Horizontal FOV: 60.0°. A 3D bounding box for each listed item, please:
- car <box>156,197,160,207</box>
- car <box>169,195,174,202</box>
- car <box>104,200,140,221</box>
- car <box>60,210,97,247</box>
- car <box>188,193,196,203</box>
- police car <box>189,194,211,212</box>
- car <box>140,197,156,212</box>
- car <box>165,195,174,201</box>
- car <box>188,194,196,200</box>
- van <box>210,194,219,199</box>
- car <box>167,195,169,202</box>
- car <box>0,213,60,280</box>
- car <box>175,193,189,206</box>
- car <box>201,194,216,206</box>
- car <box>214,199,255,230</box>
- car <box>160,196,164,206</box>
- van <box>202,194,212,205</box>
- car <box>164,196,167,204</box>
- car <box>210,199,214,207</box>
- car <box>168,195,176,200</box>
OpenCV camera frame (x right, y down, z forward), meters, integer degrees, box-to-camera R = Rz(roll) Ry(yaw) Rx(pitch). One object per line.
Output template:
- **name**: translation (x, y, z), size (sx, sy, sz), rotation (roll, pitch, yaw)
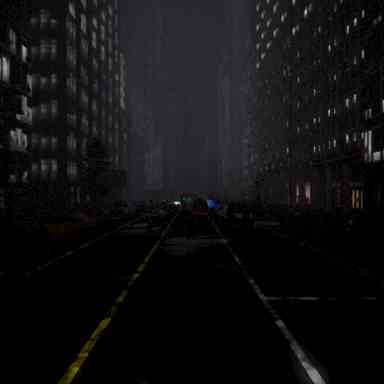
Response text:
- **car**: translation (-5.697, 1.558, 43.711), size (1.947, 1.339, 4.313), rotation (-1, 0, 0)
- **car**: translation (-5.698, 1.538, 72.129), size (2.008, 1.369, 4.403), rotation (-1, 0, 0)
- **car**: translation (-5.699, 1.435, 26.660), size (1.967, 1.590, 4.097), rotation (-1, 0, 0)
- **car**: translation (-5.698, 1.522, 15.123), size (1.752, 1.417, 4.829), rotation (-1, 0, 0)
- **car**: translation (0.899, 1.342, 49.028), size (2.097, 1.767, 4.553), rotation (0, 0, 0)
- **police car**: translation (0.900, 1.418, 39.167), size (1.930, 1.638, 5.238), rotation (0, 0, 0)
- **car**: translation (-5.698, 1.544, 38.027), size (2.008, 1.369, 4.403), rotation (-1, 0, 0)
- **car**: translation (-5.697, 1.536, 83.496), size (2.008, 1.369, 4.403), rotation (-1, 0, 0)
- **car**: translation (0.000, 1.399, 90.067), size (2.128, 1.511, 4.902), rotation (0, 0, 0)
- **van**: translation (2.681, 1.333, 43.711), size (1.690, 1.788, 3.998), rotation (-1, 0, 0)
- **car**: translation (-5.697, 1.571, 60.762), size (1.802, 1.307, 4.206), rotation (-1, 0, 0)
- **car**: translation (-5.699, 1.437, 9.609), size (1.967, 1.590, 4.097), rotation (-1, 0, 0)
- **car**: translation (-0.135, 1.185, 55.445), size (2.150, 2.045, 5.566), rotation (-2, -1, 24)
- **car**: translation (2.681, 1.305, 55.078), size (2.192, 1.841, 5.009), rotation (-1, 0, 0)
- **car**: translation (2.682, 1.436, 20.977), size (1.967, 1.590, 4.097), rotation (-1, 0, 0)
- **car**: translation (-5.697, 1.536, 49.395), size (1.887, 1.381, 4.507), rotation (-1, 0, 0)
- **van**: translation (2.681, 1.331, 60.762), size (1.690, 1.788, 3.998), rotation (-1, 0, 0)
- **car**: translation (-5.698, 1.541, 55.078), size (2.008, 1.369, 4.403), rotation (-1, 0, 0)
- **car**: translation (2.683, 1.520, 26.830), size (1.752, 1.417, 4.829), rotation (-1, 0, 0)
- **car**: translation (-5.697, 1.565, 94.863), size (1.802, 1.307, 4.206), rotation (-1, 0, 0)
